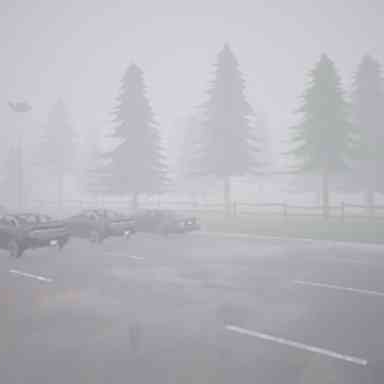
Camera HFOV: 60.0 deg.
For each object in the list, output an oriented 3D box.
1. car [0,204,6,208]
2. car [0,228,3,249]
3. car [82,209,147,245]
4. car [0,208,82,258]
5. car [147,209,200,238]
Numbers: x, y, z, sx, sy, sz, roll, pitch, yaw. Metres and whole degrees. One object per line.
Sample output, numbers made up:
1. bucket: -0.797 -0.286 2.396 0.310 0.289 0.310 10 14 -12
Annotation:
1. car: -18.424 1.740 30.028 4.892 1.490 1.837 -1 0 36
2. car: -7.484 1.684 9.318 4.718 1.301 1.895 0 0 36
3. car: -4.831 1.587 16.027 4.902 1.511 2.128 0 0 36
4. car: -6.864 1.587 13.178 4.902 1.511 2.128 0 0 36
5. car: -2.140 1.637 18.409 5.357 1.411 2.033 -1 0 36
